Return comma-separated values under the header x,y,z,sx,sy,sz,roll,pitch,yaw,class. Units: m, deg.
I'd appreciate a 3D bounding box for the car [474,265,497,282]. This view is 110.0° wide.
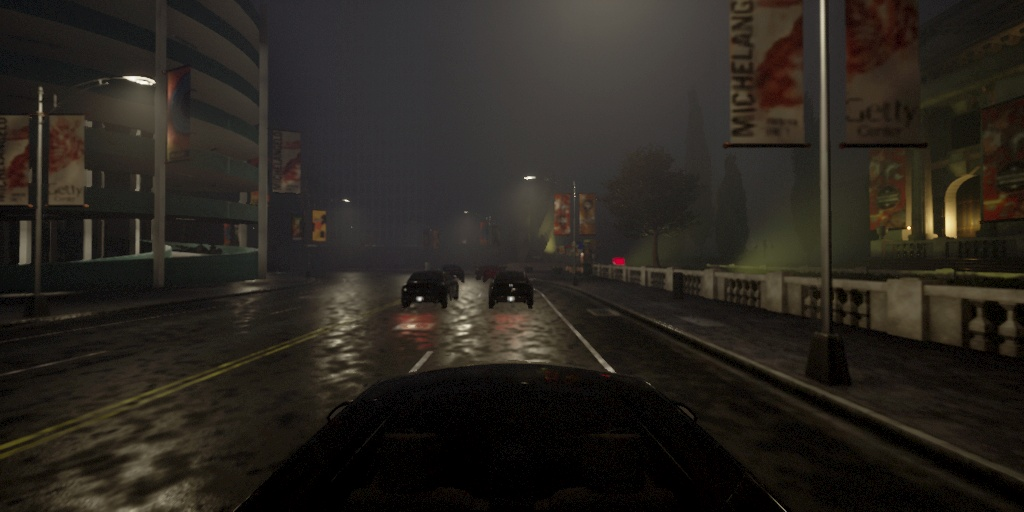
x,y,z,sx,sy,sz,roll,pitch,yaw,class
-2.103,1.520,32.657,1.882,1.535,5.008,0,0,-18,car

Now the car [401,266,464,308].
x,y,z,sx,sy,sz,roll,pitch,yaw,class
-3.551,1.394,16.163,1.837,1.490,4.892,0,0,0,car

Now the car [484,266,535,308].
x,y,z,sx,sy,sz,roll,pitch,yaw,class
-0.052,1.394,16.170,1.837,1.490,4.892,0,0,0,car

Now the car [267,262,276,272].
x,y,z,sx,sy,sz,roll,pitch,yaw,class
-38.153,1.726,52.778,4.902,1.511,2.128,0,-1,12,car
